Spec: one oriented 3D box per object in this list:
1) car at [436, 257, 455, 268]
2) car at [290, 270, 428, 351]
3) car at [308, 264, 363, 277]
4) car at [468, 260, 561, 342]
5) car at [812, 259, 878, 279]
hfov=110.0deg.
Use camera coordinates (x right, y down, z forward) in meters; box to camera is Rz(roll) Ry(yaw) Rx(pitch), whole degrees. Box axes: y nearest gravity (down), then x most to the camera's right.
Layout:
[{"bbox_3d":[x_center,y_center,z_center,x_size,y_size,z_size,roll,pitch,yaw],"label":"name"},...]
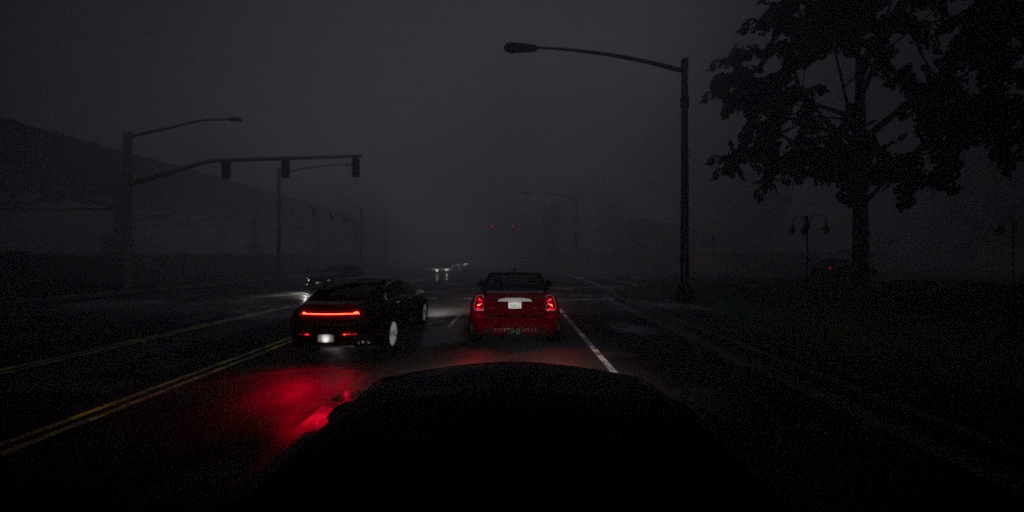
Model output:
[{"bbox_3d":[-10.631,1.128,56.371,1.812,1.442,4.674,0,1,0],"label":"car"},{"bbox_3d":[-3.424,1.252,8.957,1.837,1.490,4.892,0,0,-1],"label":"car"},{"bbox_3d":[-10.621,1.246,21.970,1.837,1.490,4.892,0,0,0],"label":"car"},{"bbox_3d":[0.071,1.098,9.951,2.097,1.767,4.553,0,0,0],"label":"car"},{"bbox_3d":[29.215,1.089,31.502,4.553,1.767,2.097,0,0,-2],"label":"car"}]
